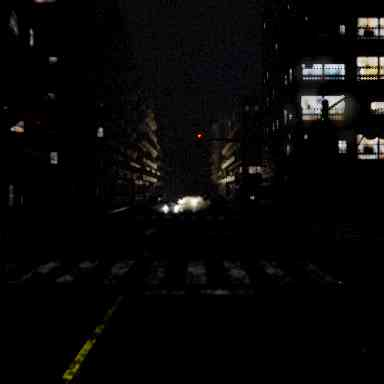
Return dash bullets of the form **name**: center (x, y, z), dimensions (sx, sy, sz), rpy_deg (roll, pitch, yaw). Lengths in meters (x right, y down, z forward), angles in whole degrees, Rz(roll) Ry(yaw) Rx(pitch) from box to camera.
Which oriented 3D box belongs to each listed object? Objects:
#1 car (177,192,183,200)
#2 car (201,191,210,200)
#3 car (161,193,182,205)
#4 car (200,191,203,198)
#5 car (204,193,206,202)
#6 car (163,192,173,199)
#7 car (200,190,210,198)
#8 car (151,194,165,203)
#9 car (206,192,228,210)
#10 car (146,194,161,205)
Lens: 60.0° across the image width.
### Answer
- **car**: center (-2.753, 0.866, 63.618), dimensions (1.837, 1.490, 4.892), rpy_deg (0, 1, 1)
- **car**: center (2.942, 0.996, 58.674), dimensions (1.802, 1.307, 4.206), rpy_deg (0, 1, 0)
- **car**: center (-2.883, 1.126, 47.133), dimensions (1.895, 1.301, 4.718), rpy_deg (0, 1, 0)
- **car**: center (2.966, 0.942, 64.207), dimensions (1.802, 1.307, 4.206), rpy_deg (0, 1, 0)
- **car**: center (2.871, 1.128, 42.071), dimensions (2.008, 1.369, 4.403), rpy_deg (0, 1, 0)
- **car**: center (-5.368, 0.796, 75.311), dimensions (1.887, 1.381, 4.507), rpy_deg (0, 1, 0)
- **car**: center (3.037, 0.517, 80.806), dimensions (2.192, 1.841, 5.009), rpy_deg (0, 1, 0)
- **car**: center (-5.462, 1.047, 53.176), dimensions (1.802, 1.307, 4.206), rpy_deg (0, 1, 0)
- **car**: center (2.848, 1.072, 36.536), dimensions (1.967, 1.590, 4.097), rpy_deg (0, 1, 0)
- **car**: center (-5.486, 1.070, 47.641), dimensions (2.008, 1.369, 4.403), rpy_deg (0, 1, 0)
